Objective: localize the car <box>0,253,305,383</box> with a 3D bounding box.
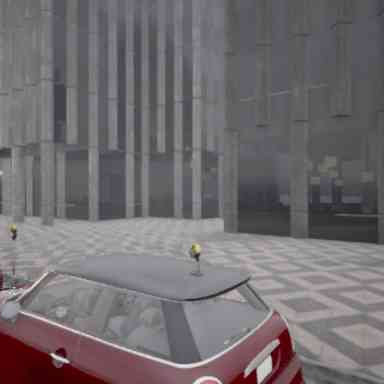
[{"bbox_3d":[-1.001,1.445,3.793,4.097,1.590,1.967,0,0,35],"label":"car"}]
